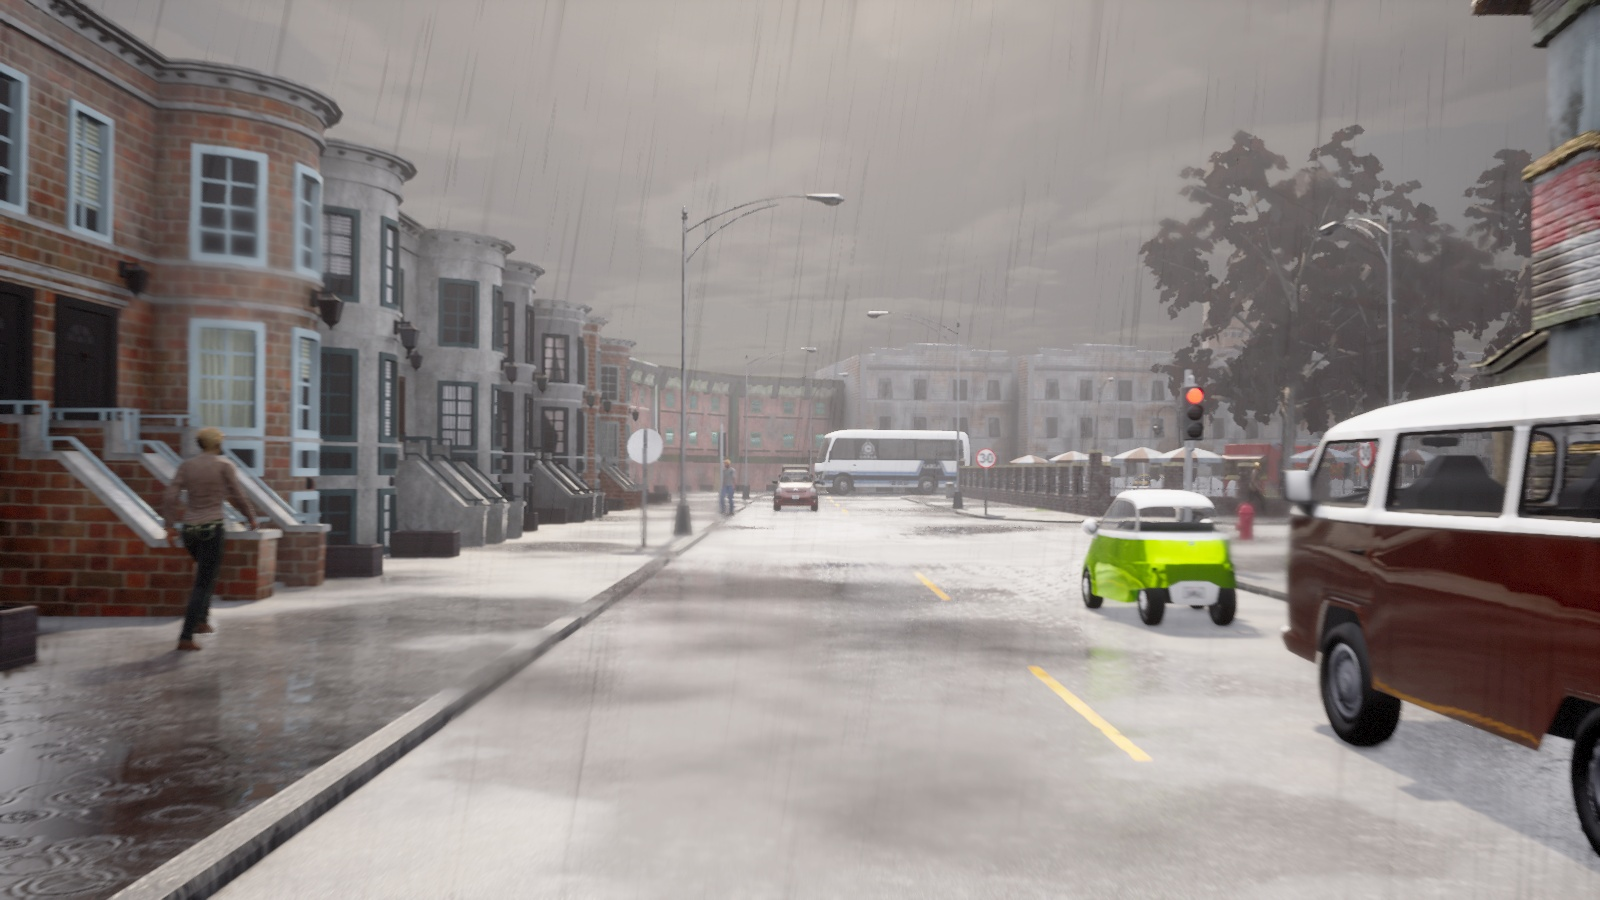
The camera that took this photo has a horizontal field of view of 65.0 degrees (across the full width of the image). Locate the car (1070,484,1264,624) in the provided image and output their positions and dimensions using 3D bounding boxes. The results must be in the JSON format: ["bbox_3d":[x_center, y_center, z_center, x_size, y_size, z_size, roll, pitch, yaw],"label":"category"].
[{"bbox_3d":[3.964,1.085,13.846,1.481,1.376,2.207,0,-1,0],"label":"car"}]

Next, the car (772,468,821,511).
[{"bbox_3d":[-0.145,1.552,50.170,1.851,1.617,3.988,0,-1,0],"label":"car"}]

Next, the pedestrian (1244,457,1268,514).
[{"bbox_3d":[14.792,1.146,40.763,0.634,1.846,0.331,0,-1,2],"label":"pedestrian"}]

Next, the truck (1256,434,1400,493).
[{"bbox_3d":[35.485,0.922,84.648,8.468,3.827,2.891,0,-1,0],"label":"truck"}]

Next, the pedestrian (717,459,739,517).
[{"bbox_3d":[-2.310,1.208,40.386,0.354,1.836,0.706,-1,-1,36],"label":"pedestrian"}]

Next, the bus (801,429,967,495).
[{"bbox_3d":[5.488,0.794,82.865,10.273,4.253,3.944,0,-1,-9],"label":"bus"}]

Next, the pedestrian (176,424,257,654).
[{"bbox_3d":[-4.838,0.718,10.429,0.331,1.846,0.634,0,-1,5],"label":"pedestrian"}]

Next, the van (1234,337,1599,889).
[{"bbox_3d":[3.984,0.627,6.245,2.069,2.038,4.480,0,-1,0],"label":"van"}]
